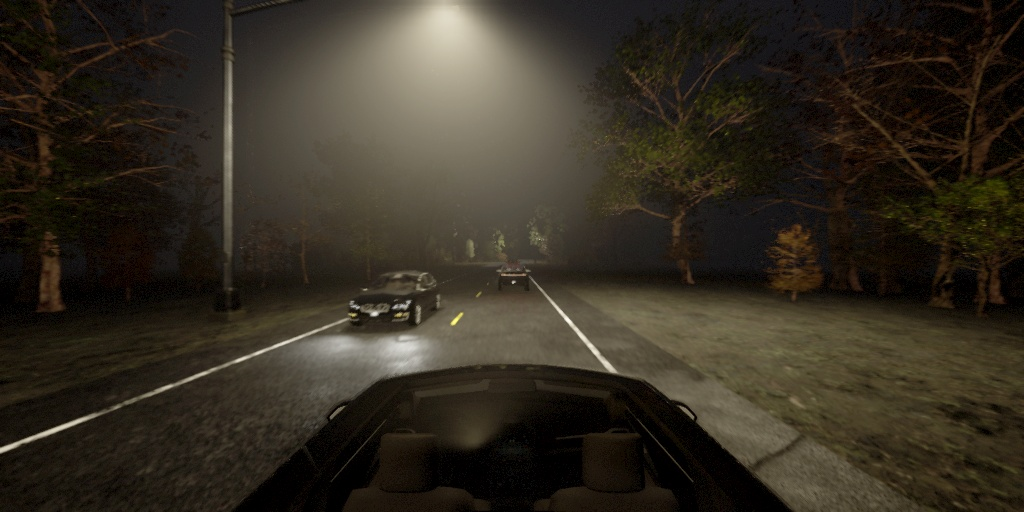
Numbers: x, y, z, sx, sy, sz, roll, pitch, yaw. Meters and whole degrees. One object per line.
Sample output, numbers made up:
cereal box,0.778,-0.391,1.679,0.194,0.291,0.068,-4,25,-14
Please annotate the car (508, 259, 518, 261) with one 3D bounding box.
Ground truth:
car,0.099,1.172,50.313,2.097,1.767,4.553,0,0,0

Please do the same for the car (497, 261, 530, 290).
car,0.099,1.272,22.567,2.128,1.511,4.902,0,0,0

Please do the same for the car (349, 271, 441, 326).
car,-3.593,1.270,11.805,1.837,1.490,4.892,0,0,0
